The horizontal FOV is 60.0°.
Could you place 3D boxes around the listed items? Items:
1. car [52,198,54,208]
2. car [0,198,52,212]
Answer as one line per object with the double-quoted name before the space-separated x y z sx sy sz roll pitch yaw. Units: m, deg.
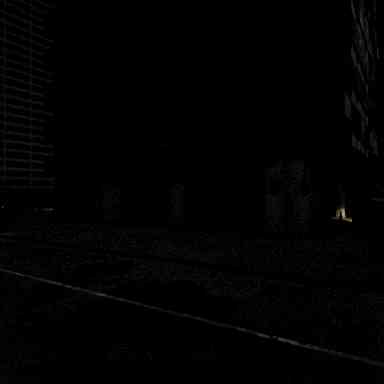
"car" -18.256 1.222 48.166 2.150 2.045 5.566 0 0 33
"car" -19.790 1.492 39.438 2.128 1.511 4.902 0 0 33
